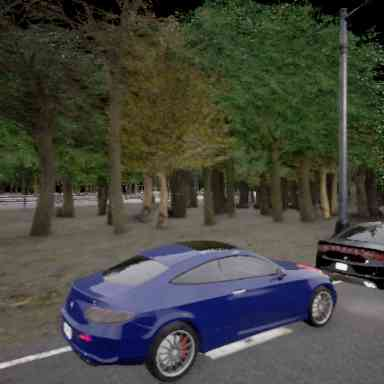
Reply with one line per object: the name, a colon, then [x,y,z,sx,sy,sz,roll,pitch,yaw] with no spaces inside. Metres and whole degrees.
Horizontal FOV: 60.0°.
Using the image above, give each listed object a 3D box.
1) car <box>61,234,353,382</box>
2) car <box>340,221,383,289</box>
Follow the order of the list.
car: [0.385,1.529,5.390,4.674,1.442,1.812,0,0,-34]
car: [5.398,1.501,8.637,5.008,1.535,1.882,0,0,-32]
